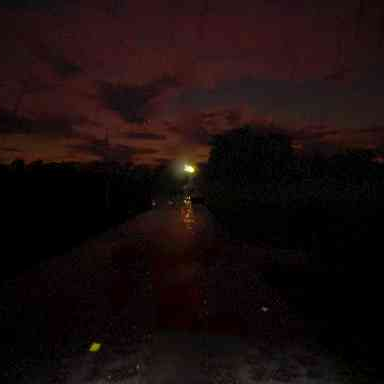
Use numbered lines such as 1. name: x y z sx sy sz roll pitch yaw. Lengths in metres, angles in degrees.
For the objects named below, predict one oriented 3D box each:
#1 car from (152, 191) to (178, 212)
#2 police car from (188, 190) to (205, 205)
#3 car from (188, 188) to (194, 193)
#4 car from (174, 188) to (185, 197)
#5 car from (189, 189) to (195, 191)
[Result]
1. car: -2.863 1.082 33.882 2.097 1.767 4.553 0 1 0
2. police car: 0.801 0.951 47.781 1.930 1.638 5.238 0 1 0
3. car: 0.793 0.553 63.638 2.097 1.767 4.553 0 1 0
4. car: -2.787 0.128 74.277 2.150 2.045 5.566 0 1 0
5. car: 0.796 0.785 57.859 1.801 1.575 5.366 0 1 0
